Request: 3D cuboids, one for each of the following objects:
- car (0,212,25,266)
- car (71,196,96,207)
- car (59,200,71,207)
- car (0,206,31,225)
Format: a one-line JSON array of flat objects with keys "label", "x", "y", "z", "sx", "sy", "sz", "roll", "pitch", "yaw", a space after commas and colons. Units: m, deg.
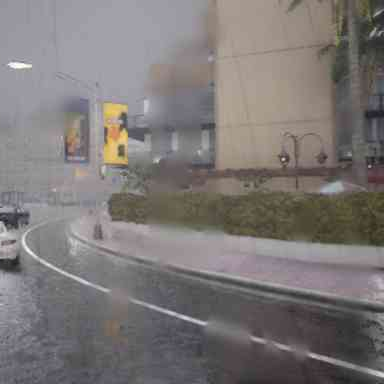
[{"label": "car", "x": -7.087, "y": 1.647, "z": 11.242, "sx": 1.812, "sy": 1.442, "sz": 4.674, "roll": 0, "pitch": 0, "yaw": -35}, {"label": "car", "x": -19.330, "y": 1.735, "z": 61.469, "sx": 2.150, "sy": 2.045, "sz": 5.566, "roll": -1, "pitch": 0, "yaw": 16}, {"label": "car", "x": -22.772, "y": 2.146, "z": 62.195, "sx": 1.895, "sy": 1.301, "sz": 4.718, "roll": -1, "pitch": 0, "yaw": 14}, {"label": "car", "x": -12.775, "y": 1.716, "z": 23.335, "sx": 1.882, "sy": 1.535, "sz": 5.008, "roll": 0, "pitch": 0, "yaw": -15}]
